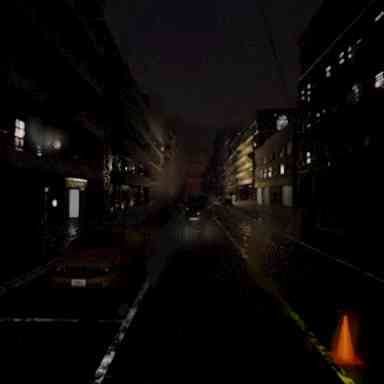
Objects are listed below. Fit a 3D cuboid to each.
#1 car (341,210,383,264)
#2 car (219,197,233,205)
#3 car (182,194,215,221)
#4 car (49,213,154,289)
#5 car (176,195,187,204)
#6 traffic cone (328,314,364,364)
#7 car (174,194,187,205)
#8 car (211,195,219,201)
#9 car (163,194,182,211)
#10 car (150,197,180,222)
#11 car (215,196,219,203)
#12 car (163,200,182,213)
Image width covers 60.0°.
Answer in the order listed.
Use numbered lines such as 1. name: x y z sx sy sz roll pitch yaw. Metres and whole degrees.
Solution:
1. car: 6.094 1.361 9.296 2.192 1.841 5.009 1 0 0
2. car: 6.370 1.622 60.192 1.752 1.417 4.829 1 0 0
3. car: 0.502 1.254 27.617 2.150 2.045 5.566 0 0 0
4. car: -2.290 1.523 9.175 1.752 1.417 4.829 1 0 0
5. car: -1.979 1.494 65.708 1.967 1.590 4.097 1 0 0
6. traffic cone: 2.095 1.973 4.540 0.340 0.580 0.340 0 0 0
7. car: -2.009 1.364 60.073 2.192 1.841 5.009 1 0 0
8. car: 6.555 1.675 93.839 2.008 1.369 4.403 1 0 0
9. car: -2.164 1.337 31.891 2.192 1.841 5.009 1 0 0
10. car: -2.196 1.456 26.255 1.967 1.590 4.097 1 0 0
11. car: 6.431 1.650 71.295 1.887 1.381 4.507 1 0 0
12. car: -2.136 1.610 37.528 1.802 1.307 4.206 1 0 0
